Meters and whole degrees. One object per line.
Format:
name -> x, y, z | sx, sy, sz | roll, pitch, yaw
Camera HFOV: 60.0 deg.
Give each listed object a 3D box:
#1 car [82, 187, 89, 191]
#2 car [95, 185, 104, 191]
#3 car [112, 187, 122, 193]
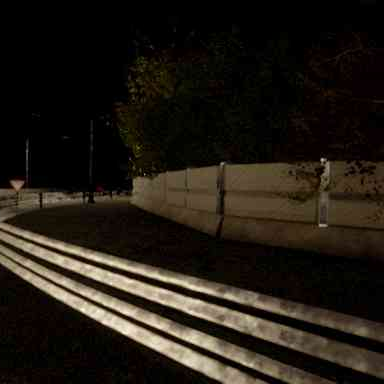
car -> -28.220, -0.606, 88.196 | 2.033, 1.411, 5.357 | 1, 1, -18
car -> -24.842, -0.857, 89.126 | 2.150, 2.045, 5.566 | 1, 1, -18
car -> -19.893, -0.608, 88.867 | 2.097, 1.767, 4.553 | 1, 1, -2
